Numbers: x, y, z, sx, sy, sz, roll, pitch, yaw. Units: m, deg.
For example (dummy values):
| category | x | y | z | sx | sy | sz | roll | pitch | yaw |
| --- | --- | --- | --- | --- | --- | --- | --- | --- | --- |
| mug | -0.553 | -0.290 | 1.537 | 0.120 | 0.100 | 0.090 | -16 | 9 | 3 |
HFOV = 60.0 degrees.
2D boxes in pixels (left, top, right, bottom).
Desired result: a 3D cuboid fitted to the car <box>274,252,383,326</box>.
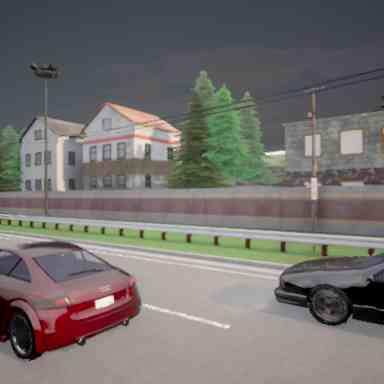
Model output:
| category | x | y | z | sx | sy | sz | roll | pitch | yaw |
| --- | --- | --- | --- | --- | --- | --- | --- | --- | --- |
| car | 4.146 | 1.544 | 5.334 | 5.357 | 1.411 | 2.033 | -1 | 0 | 36 |

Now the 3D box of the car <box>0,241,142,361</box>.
| category | x | y | z | sx | sy | sz | roll | pitch | yaw |
| --- | --- | --- | --- | --- | --- | --- | --- | --- | --- |
| car | -2.918 | 1.612 | 6.075 | 4.181 | 1.385 | 1.994 | -1 | 0 | 36 |
